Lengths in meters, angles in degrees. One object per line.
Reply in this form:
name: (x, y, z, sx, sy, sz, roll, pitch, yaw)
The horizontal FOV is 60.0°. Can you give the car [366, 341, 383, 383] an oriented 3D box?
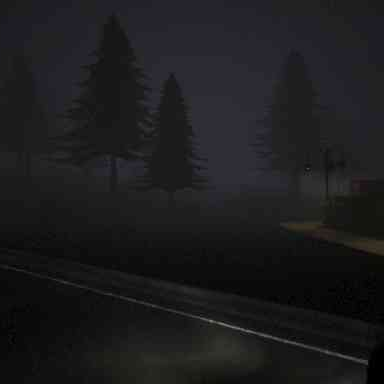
car: (3.546, 1.477, 1.447, 5.008, 1.535, 1.882, 0, 0, 36)
